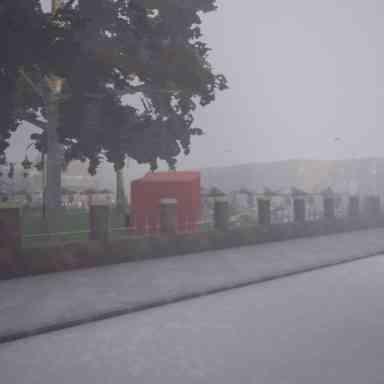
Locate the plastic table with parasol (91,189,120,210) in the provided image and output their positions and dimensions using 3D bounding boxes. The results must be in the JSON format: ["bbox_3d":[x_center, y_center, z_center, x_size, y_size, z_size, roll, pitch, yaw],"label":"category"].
[{"bbox_3d":[-10.242,0.873,39.622,2.482,2.480,2.482,0,0,15],"label":"plastic table with parasol"}]

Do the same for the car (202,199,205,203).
[{"bbox_3d":[0.156,1.290,51.402,1.882,1.535,5.008,0,0,-35],"label":"car"}]
